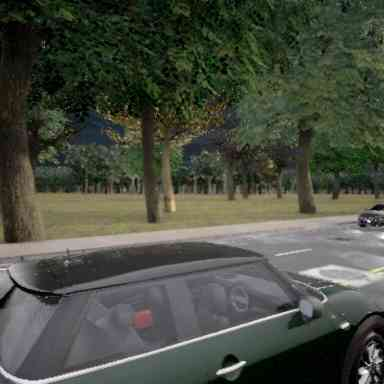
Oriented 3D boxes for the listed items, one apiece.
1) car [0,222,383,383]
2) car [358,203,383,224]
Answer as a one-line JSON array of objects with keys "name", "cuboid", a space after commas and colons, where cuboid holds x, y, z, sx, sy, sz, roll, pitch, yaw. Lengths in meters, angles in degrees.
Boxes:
[{"name": "car", "cuboid": [0.153, 1.340, 3.539, 4.553, 1.767, 2.097, 0, 0, -35]}, {"name": "car", "cuboid": [11.885, 1.391, 20.003, 4.892, 1.490, 1.837, 0, 0, -35]}]
